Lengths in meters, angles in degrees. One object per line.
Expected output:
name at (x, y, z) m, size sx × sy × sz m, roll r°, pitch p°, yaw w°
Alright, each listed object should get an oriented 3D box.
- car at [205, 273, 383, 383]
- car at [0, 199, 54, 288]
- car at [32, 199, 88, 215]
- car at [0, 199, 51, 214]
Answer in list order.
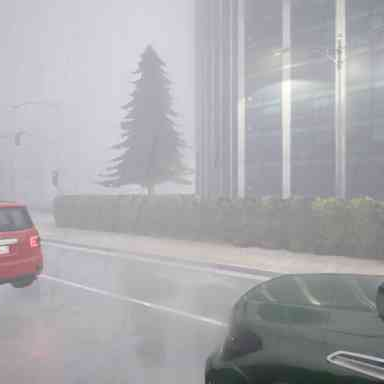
car at (2.767, 1.221, 2.016) m, size 5.566 × 2.045 × 2.150 m, roll 0°, pitch 0°, yaw 36°
car at (-5.812, 1.221, 8.081) m, size 5.566 × 2.045 × 2.150 m, roll 0°, pitch 0°, yaw 38°
car at (-13.988, 1.547, 35.589) m, size 2.033 × 1.411 × 5.357 m, roll 0°, pitch 0°, yaw 36°
car at (-17.997, 1.526, 36.011) m, size 1.812 × 1.442 × 4.674 m, roll 0°, pitch 0°, yaw 36°
